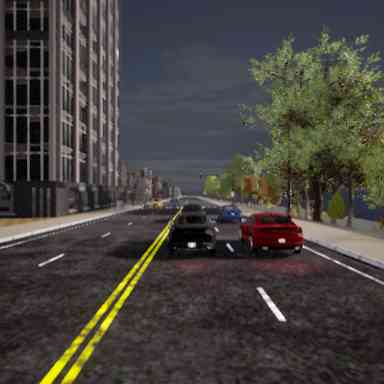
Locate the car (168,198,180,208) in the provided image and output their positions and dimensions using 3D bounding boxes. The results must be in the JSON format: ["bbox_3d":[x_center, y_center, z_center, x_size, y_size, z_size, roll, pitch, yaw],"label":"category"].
[{"bbox_3d":[-3.234,1.939,61.646,2.097,1.767,4.553,0,0,0],"label":"car"}]

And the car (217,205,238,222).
[{"bbox_3d":[3.260,1.824,28.991,2.033,1.411,5.357,0,-1,0],"label":"car"}]

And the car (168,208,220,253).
[{"bbox_3d":[0.009,1.645,14.290,1.837,1.490,4.892,0,0,0],"label":"car"}]

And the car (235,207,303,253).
[{"bbox_3d":[3.261,1.617,14.469,1.882,1.535,5.008,0,0,0],"label":"car"}]

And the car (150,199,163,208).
[{"bbox_3d":[-6.488,2.065,61.247,1.882,1.535,5.008,0,-1,0],"label":"car"}]

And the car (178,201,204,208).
[{"bbox_3d":[0.017,1.759,29.485,1.882,1.535,5.008,0,0,0],"label":"car"}]
